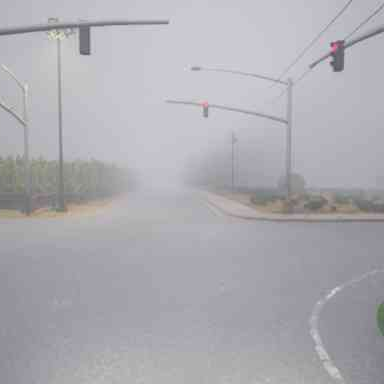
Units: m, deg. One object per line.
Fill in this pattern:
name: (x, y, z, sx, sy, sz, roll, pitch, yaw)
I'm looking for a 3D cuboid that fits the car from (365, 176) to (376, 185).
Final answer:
car: (42.052, -2.654, 78.102, 1.905, 1.878, 3.866, 10, 11, 41)
